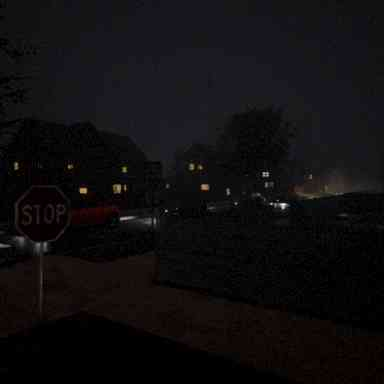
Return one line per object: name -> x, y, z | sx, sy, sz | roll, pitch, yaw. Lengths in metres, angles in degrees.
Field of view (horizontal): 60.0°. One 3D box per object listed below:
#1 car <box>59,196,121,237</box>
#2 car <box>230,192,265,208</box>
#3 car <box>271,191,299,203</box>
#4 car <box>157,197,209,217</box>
car -> -5.767, 1.034, 16.362 | 2.097, 1.767, 4.553 | 1, 2, 35
car -> 5.406, 0.720, 32.083 | 2.128, 1.511, 4.902 | 1, 2, 36
car -> 11.438, 0.534, 40.513 | 2.033, 1.411, 5.357 | 1, 2, 36
car -> -0.558, 1.034, 23.702 | 1.994, 1.385, 4.181 | 1, 2, 35
